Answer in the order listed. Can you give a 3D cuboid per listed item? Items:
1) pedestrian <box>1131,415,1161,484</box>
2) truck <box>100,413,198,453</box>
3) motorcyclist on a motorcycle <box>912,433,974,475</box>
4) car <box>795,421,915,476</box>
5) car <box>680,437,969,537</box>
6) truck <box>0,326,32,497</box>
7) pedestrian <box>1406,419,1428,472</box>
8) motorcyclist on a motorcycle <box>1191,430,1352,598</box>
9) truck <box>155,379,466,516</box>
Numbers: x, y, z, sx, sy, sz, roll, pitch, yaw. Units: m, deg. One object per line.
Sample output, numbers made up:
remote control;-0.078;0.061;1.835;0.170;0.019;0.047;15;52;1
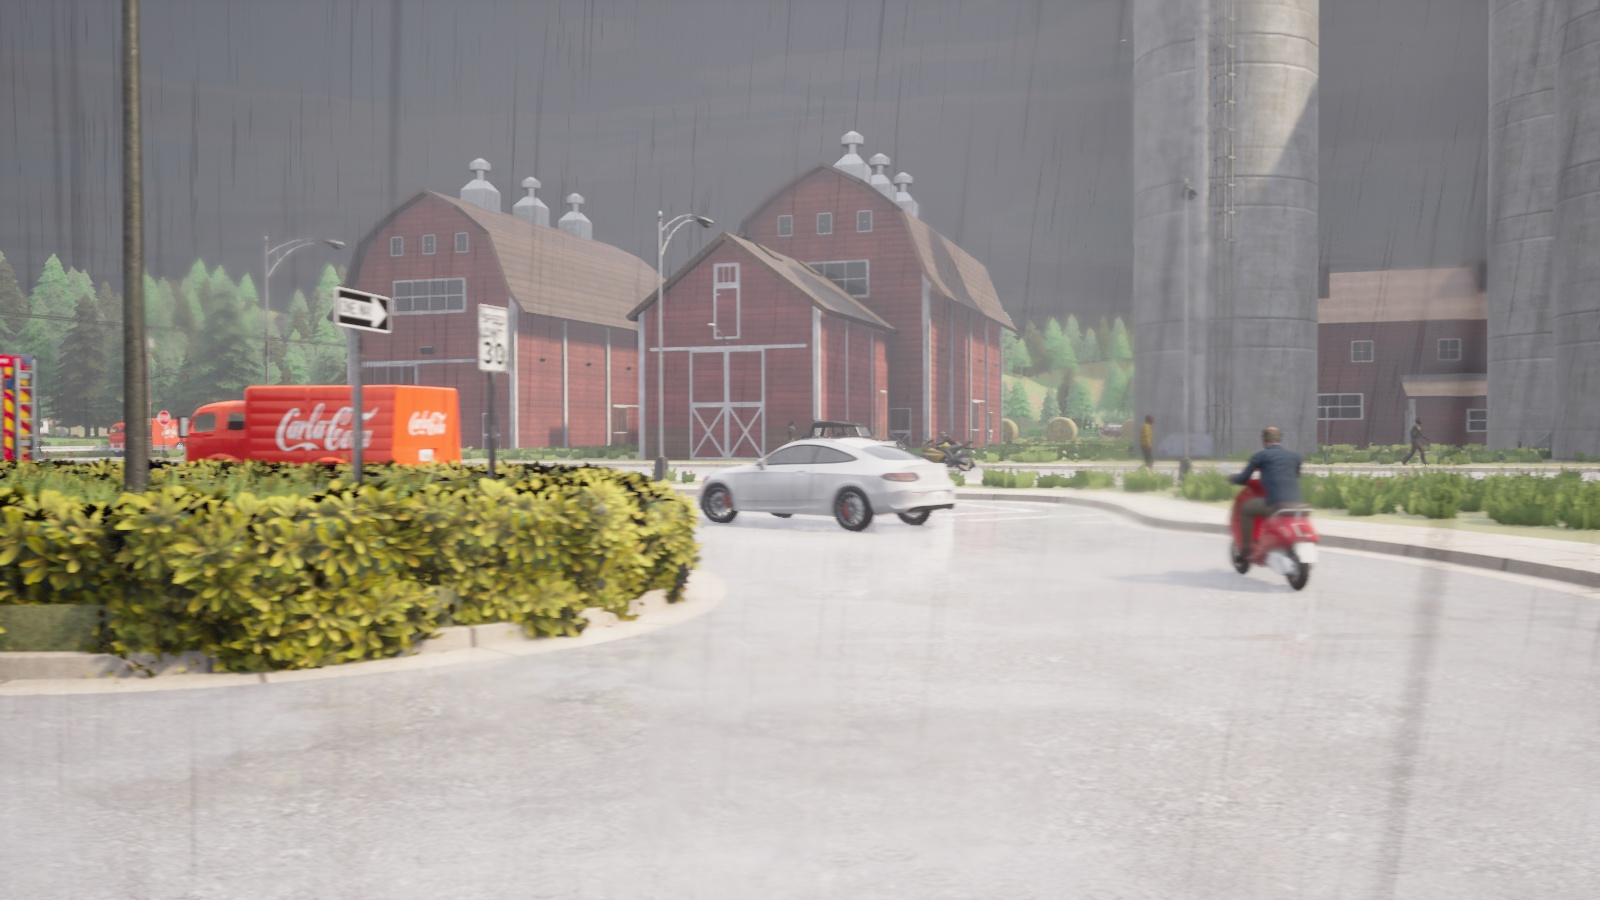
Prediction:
pedestrian;9.201;-0.018;33.389;0.726;1.835;0.370;0;1;17
truck;-41.742;-1.103;80.667;2.627;2.467;5.204;1;1;19
motorcyclist on a motorcycle;5.364;0.127;47.142;2.191;1.530;0.866;1;1;18
car;1.971;-0.084;44.556;3.866;1.878;1.905;1;1;18
car;0.308;0.520;20.813;4.674;1.442;1.812;1;1;40
truck;-22.137;-0.883;28.827;8.468;3.827;2.891;1;1;18
pedestrian;22.546;-0.168;45.900;0.692;1.930;0.395;1;1;22
motorcyclist on a motorcycle;4.737;0.593;12.777;0.866;1.590;1.817;0;1;-3
truck;-9.561;-0.090;24.686;5.204;2.467;2.627;1;1;18
